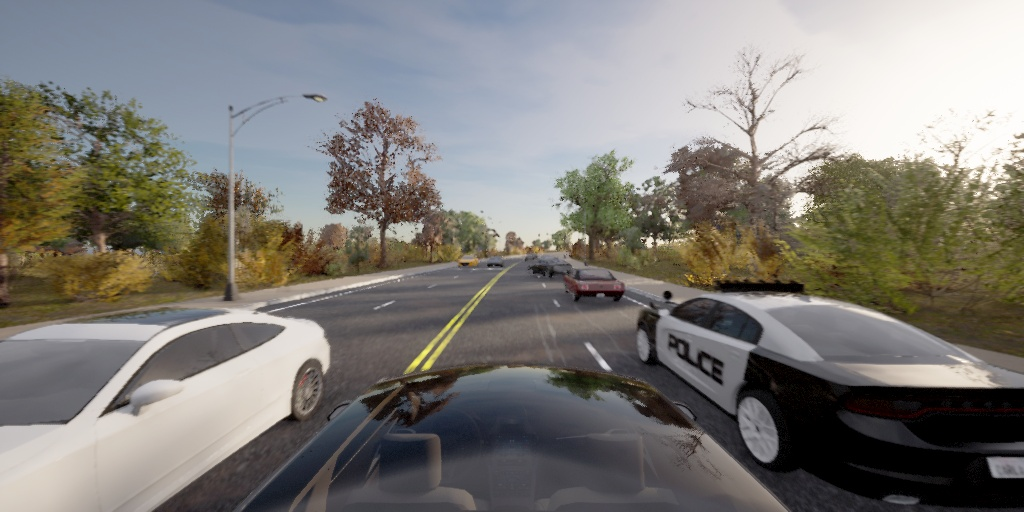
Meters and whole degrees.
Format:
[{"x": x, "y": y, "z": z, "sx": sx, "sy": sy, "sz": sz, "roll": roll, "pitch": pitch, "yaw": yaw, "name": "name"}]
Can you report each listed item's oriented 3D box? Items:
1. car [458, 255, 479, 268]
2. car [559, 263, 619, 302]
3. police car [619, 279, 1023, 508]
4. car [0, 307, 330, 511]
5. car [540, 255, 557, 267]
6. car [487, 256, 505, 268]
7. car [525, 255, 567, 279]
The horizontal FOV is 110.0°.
[{"x": -5.284, "y": 0.656, "z": 43.874, "sx": 1.882, "sy": 1.535, "sz": 5.008, "roll": 0, "pitch": 1, "yaw": 4, "name": "car"}, {"x": 3.391, "y": 1.175, "z": 15.767, "sx": 1.895, "sy": 1.301, "sz": 4.718, "roll": 0, "pitch": 1, "yaw": 1, "name": "car"}, {"x": 3.251, "y": 1.140, "z": 4.922, "sx": 1.930, "sy": 1.638, "sz": 5.238, "roll": 0, "pitch": 1, "yaw": 0, "name": "police car"}, {"x": -3.332, "y": 1.253, "z": 3.021, "sx": 1.812, "sy": 1.442, "sz": 4.674, "roll": 0, "pitch": 1, "yaw": 0, "name": "car"}, {"x": 4.825, "y": 0.617, "z": 48.471, "sx": 2.128, "sy": 1.511, "sz": 4.902, "roll": 0, "pitch": 1, "yaw": 4, "name": "car"}, {"x": -1.968, "y": 0.716, "z": 44.902, "sx": 2.033, "sy": 1.411, "sz": 5.357, "roll": 0, "pitch": 1, "yaw": 4, "name": "car"}, {"x": 2.852, "y": 0.903, "z": 28.015, "sx": 2.128, "sy": 1.511, "sz": 4.902, "roll": 0, "pitch": 1, "yaw": -23, "name": "car"}]
